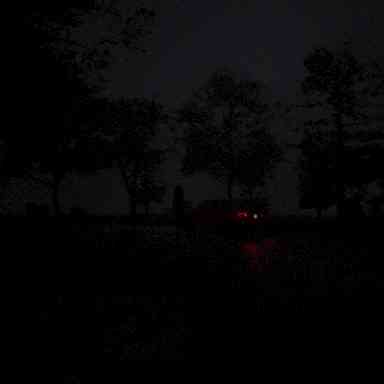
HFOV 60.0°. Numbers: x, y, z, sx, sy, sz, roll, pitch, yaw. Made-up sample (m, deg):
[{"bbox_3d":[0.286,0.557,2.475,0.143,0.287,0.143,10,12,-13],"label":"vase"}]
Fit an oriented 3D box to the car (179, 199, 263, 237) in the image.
[{"bbox_3d":[1.613,1.464,19.997,2.150,2.045,5.566,1,-2,-43],"label":"car"}]
